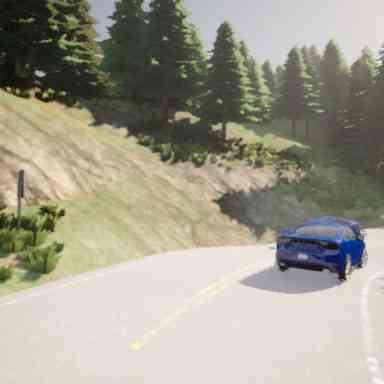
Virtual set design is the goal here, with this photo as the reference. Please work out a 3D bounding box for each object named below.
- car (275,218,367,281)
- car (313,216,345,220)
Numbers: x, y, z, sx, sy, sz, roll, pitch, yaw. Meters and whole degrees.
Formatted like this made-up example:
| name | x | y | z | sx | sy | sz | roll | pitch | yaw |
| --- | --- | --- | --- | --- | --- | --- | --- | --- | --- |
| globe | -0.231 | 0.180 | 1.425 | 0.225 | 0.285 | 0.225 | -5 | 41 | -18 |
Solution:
| name | x | y | z | sx | sy | sz | roll | pitch | yaw |
| --- | --- | --- | --- | --- | --- | --- | --- | --- | --- |
| car | 4.340 | 1.744 | 10.814 | 1.882 | 1.535 | 5.008 | 1 | -4 | 35 |
| car | 6.878 | 2.104 | 17.818 | 5.008 | 1.535 | 1.882 | -3 | 1 | -31 |
